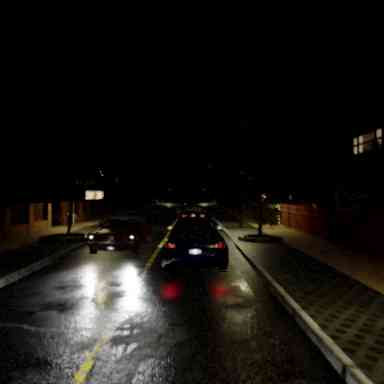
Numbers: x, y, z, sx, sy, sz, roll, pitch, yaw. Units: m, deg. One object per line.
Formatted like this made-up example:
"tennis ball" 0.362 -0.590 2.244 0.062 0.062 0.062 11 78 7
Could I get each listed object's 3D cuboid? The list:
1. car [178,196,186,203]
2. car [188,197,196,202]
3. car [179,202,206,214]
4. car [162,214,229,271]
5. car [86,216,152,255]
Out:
"car" -2.719 2.153 93.956 2.150 2.045 5.566 0 -1 0
"car" 0.027 2.132 85.842 1.882 1.535 5.008 0 -1 0
"car" 0.100 1.721 25.728 2.033 1.411 5.357 0 0 0
"car" 0.094 1.634 11.177 1.994 1.385 4.181 0 0 0
"car" -2.845 1.690 13.915 1.895 1.301 4.718 0 0 0
